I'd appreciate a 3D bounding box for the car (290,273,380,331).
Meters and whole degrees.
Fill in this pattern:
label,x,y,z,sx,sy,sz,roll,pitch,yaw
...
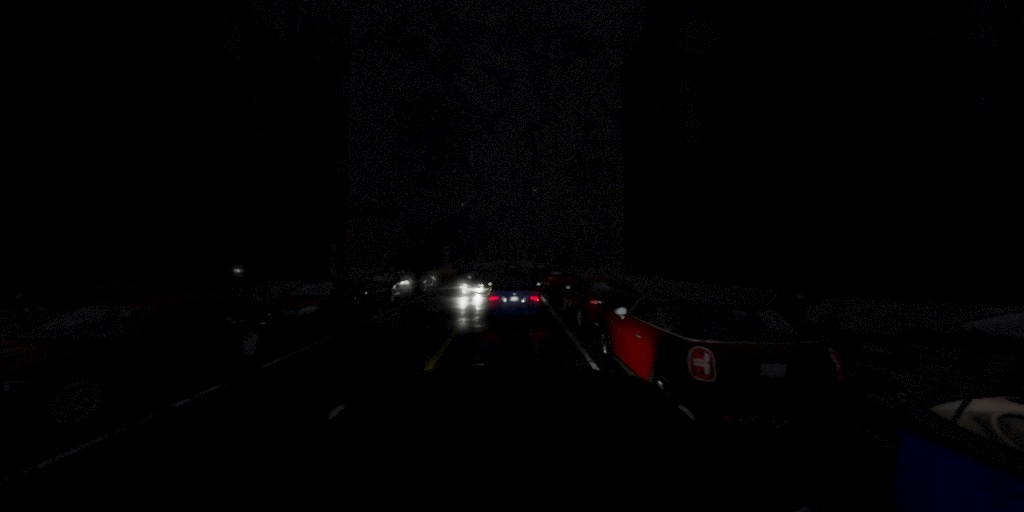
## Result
label,x,y,z,sx,sy,sz,roll,pitch,yaw
car,-5.857,1.355,11.064,1.802,1.307,4.207,0,0,0

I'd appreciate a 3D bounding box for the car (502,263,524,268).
label,x,y,z,sx,sy,sz,roll,pitch,yaw
car,0.094,1.388,32.631,1.812,1.442,4.674,0,0,0

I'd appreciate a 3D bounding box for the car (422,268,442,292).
label,x,y,z,sx,sy,sz,roll,pitch,yaw
car,-5.857,1.378,21.982,1.948,1.339,4.313,0,0,0

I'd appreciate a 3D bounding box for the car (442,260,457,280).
label,x,y,z,sx,sy,sz,roll,pitch,yaw
car,-5.856,1.389,32.729,1.751,1.417,4.829,0,0,0

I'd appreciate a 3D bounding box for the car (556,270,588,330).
label,x,y,z,sx,sy,sz,roll,pitch,yaw
car,2.668,1.318,11.059,1.888,1.381,4.507,0,0,0

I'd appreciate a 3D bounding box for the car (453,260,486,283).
label,x,y,z,sx,sy,sz,roll,pitch,yaw
car,-3.093,1.334,28.803,2.128,1.511,4.902,0,0,0

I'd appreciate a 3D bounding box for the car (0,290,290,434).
label,x,y,z,sx,sy,sz,roll,pitch,yaw
car,-5.857,1.303,5.605,1.888,1.381,4.507,0,0,0

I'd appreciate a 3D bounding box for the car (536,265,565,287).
label,x,y,z,sx,sy,sz,roll,pitch,yaw
car,2.669,1.394,21.977,1.802,1.307,4.207,0,0,0

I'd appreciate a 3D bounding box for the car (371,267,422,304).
label,x,y,z,sx,sy,sz,roll,pitch,yaw
car,-5.857,1.341,16.523,2.007,1.370,4.403,0,0,0

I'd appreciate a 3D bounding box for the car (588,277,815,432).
label,x,y,z,sx,sy,sz,roll,pitch,yaw
car,2.668,1.198,5.600,1.967,1.591,4.097,0,0,0

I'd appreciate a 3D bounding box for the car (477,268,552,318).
label,x,y,z,sx,sy,sz,roll,pitch,yaw
car,0.084,1.328,13.151,2.033,1.411,5.357,0,0,0

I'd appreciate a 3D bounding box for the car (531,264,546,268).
label,x,y,z,sx,sy,sz,roll,pitch,yaw
car,2.669,1.409,32.896,1.888,1.381,4.507,0,0,0

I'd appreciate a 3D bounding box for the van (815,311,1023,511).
label,x,y,z,sx,sy,sz,roll,pitch,yaw
van,2.668,1.088,0.140,1.690,1.789,3.998,0,0,0
